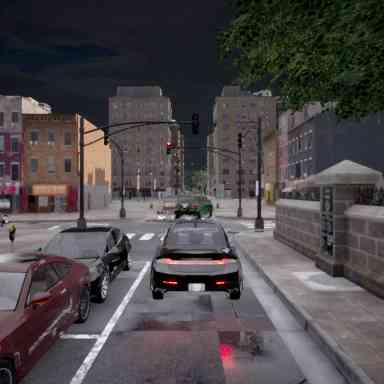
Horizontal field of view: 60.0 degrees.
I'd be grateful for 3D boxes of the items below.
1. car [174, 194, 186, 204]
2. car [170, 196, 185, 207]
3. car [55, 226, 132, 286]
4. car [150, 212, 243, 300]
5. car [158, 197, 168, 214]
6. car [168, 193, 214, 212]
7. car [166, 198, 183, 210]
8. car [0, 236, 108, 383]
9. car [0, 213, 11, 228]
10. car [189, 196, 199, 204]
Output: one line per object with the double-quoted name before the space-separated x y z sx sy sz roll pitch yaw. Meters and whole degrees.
"car" -2.212 1.340 63.825 2.097 1.767 4.553 0 0 0
"car" -2.247 1.482 53.570 2.128 1.511 4.902 0 0 0
"car" -2.629 1.566 8.200 1.947 1.339 4.313 0 0 0
"car" 0.093 1.492 8.379 2.128 1.511 4.902 0 0 0
"car" -2.287 1.346 34.776 2.097 1.767 4.553 0 0 1
"car" 0.229 1.211 28.143 2.150 2.045 5.566 1 0 18
"car" -2.255 1.557 43.711 1.994 1.385 4.181 0 0 0
"car" -2.632 1.582 4.538 1.802 1.307 4.206 0 0 0
"car" -14.149 1.629 21.109 4.902 1.511 2.128 0 0 0
"car" 0.444 1.492 63.350 1.837 1.490 4.892 0 0 0
